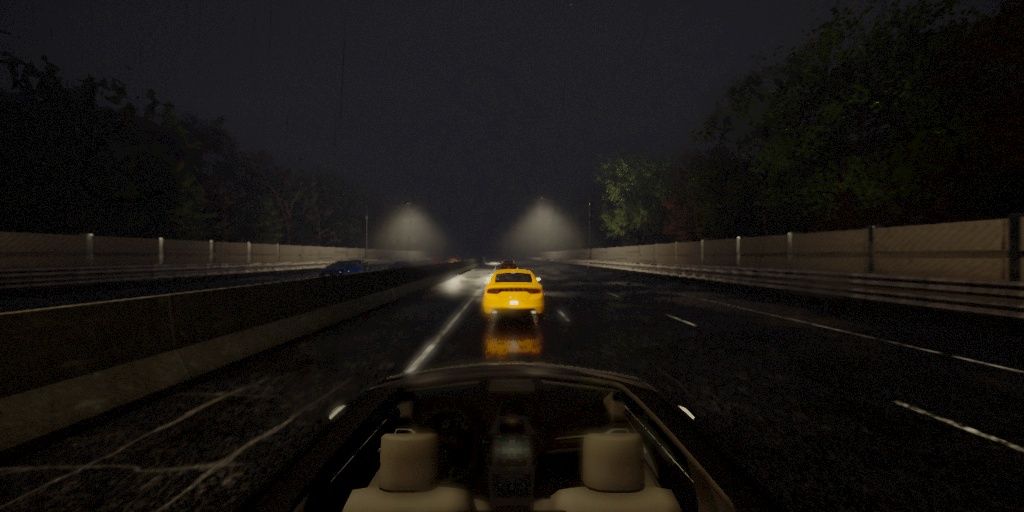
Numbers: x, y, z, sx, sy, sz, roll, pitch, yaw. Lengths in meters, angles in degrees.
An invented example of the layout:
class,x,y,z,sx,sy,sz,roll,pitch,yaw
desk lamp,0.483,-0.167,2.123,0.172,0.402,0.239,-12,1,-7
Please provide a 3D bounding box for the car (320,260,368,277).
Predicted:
class,x,y,z,sx,sy,sz,roll,pitch,yaw
car,-14.354,1.178,30.419,1.882,1.535,5.008,0,0,-1

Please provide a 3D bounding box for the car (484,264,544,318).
class,x,y,z,sx,sy,sz,roll,pitch,yaw
car,0.049,1.208,12.909,1.882,1.535,5.008,0,0,0

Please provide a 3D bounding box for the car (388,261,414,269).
class,x,y,z,sx,sy,sz,roll,pitch,yaw
car,-10.946,1.216,35.688,1.812,1.442,4.674,0,0,-1

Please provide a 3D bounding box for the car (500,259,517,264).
class,x,y,z,sx,sy,sz,roll,pitch,yaw
car,-0.433,1.154,43.741,1.882,1.535,5.008,0,0,-1
